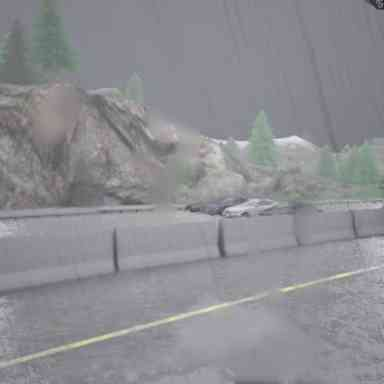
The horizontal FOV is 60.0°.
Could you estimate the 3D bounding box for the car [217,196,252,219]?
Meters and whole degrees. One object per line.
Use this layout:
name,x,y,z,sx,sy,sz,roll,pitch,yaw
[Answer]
car,4.372,1.191,22.844,4.674,1.442,1.812,-1,1,-28

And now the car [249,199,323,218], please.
car,5.811,1.249,19.617,4.181,1.385,1.994,-1,1,-29

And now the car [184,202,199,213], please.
car,2.034,1.163,29.562,5.357,1.411,2.033,-1,1,-28

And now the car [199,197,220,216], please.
car,3.318,1.143,26.235,4.892,1.490,1.837,-1,1,-28
